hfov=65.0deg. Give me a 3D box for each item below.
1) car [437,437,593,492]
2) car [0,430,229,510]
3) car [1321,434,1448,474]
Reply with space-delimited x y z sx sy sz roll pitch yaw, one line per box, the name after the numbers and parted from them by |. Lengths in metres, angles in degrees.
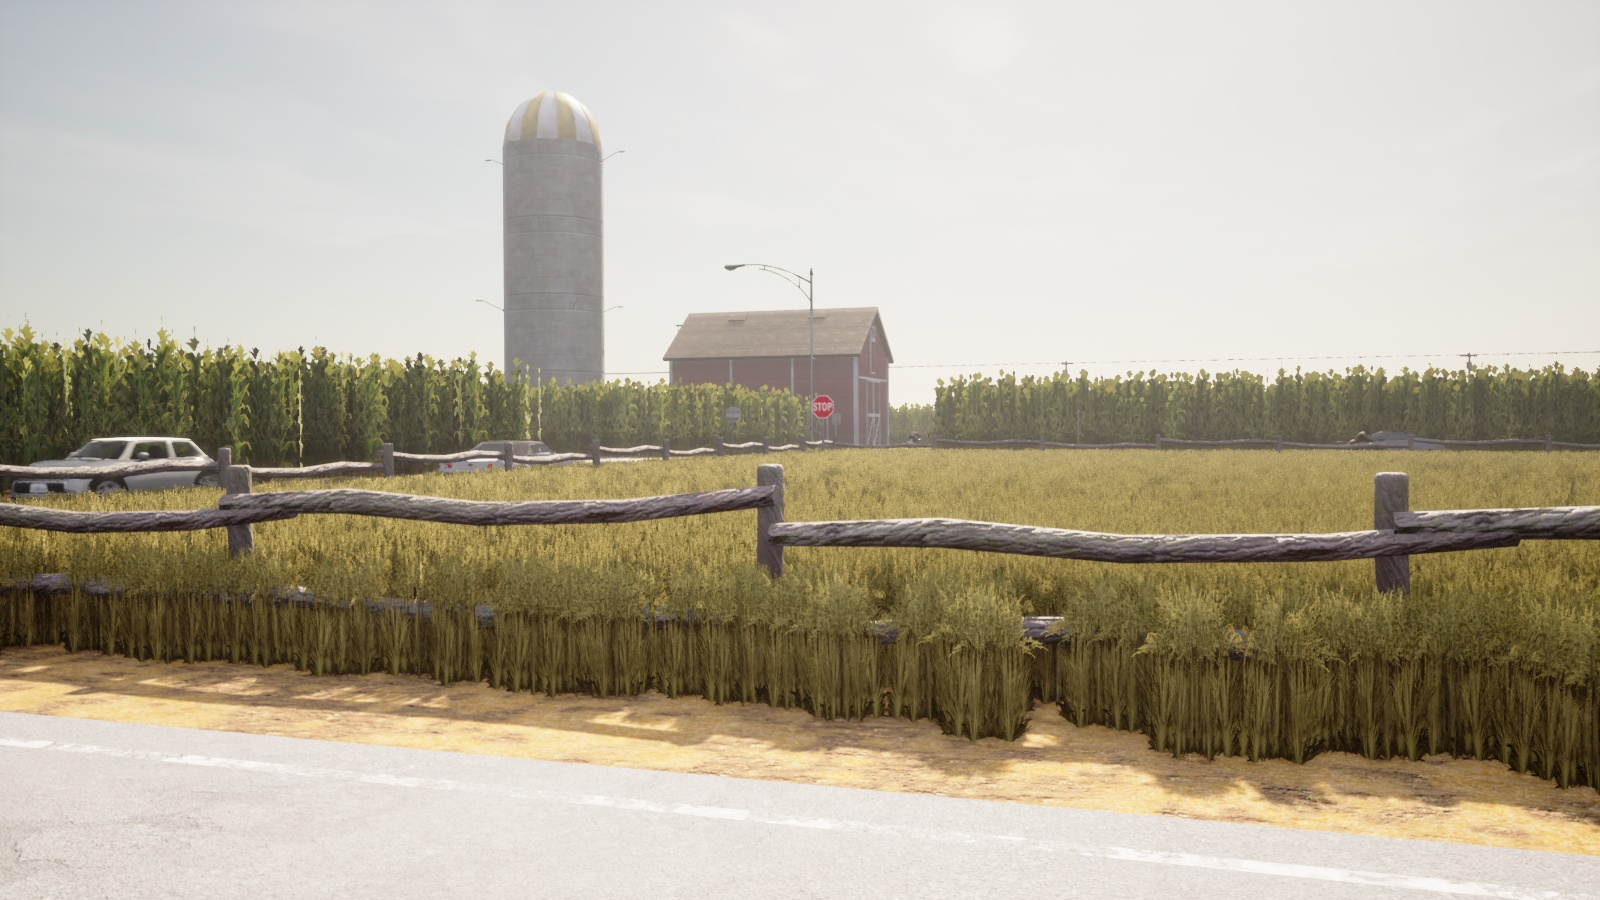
-7.538 0.334 33.766 1.895 1.301 4.718 1 1 19 | car
-13.696 0.337 25.240 1.970 1.475 3.806 1 1 19 | car
22.064 0.128 47.577 4.181 1.385 1.994 1 1 19 | car
